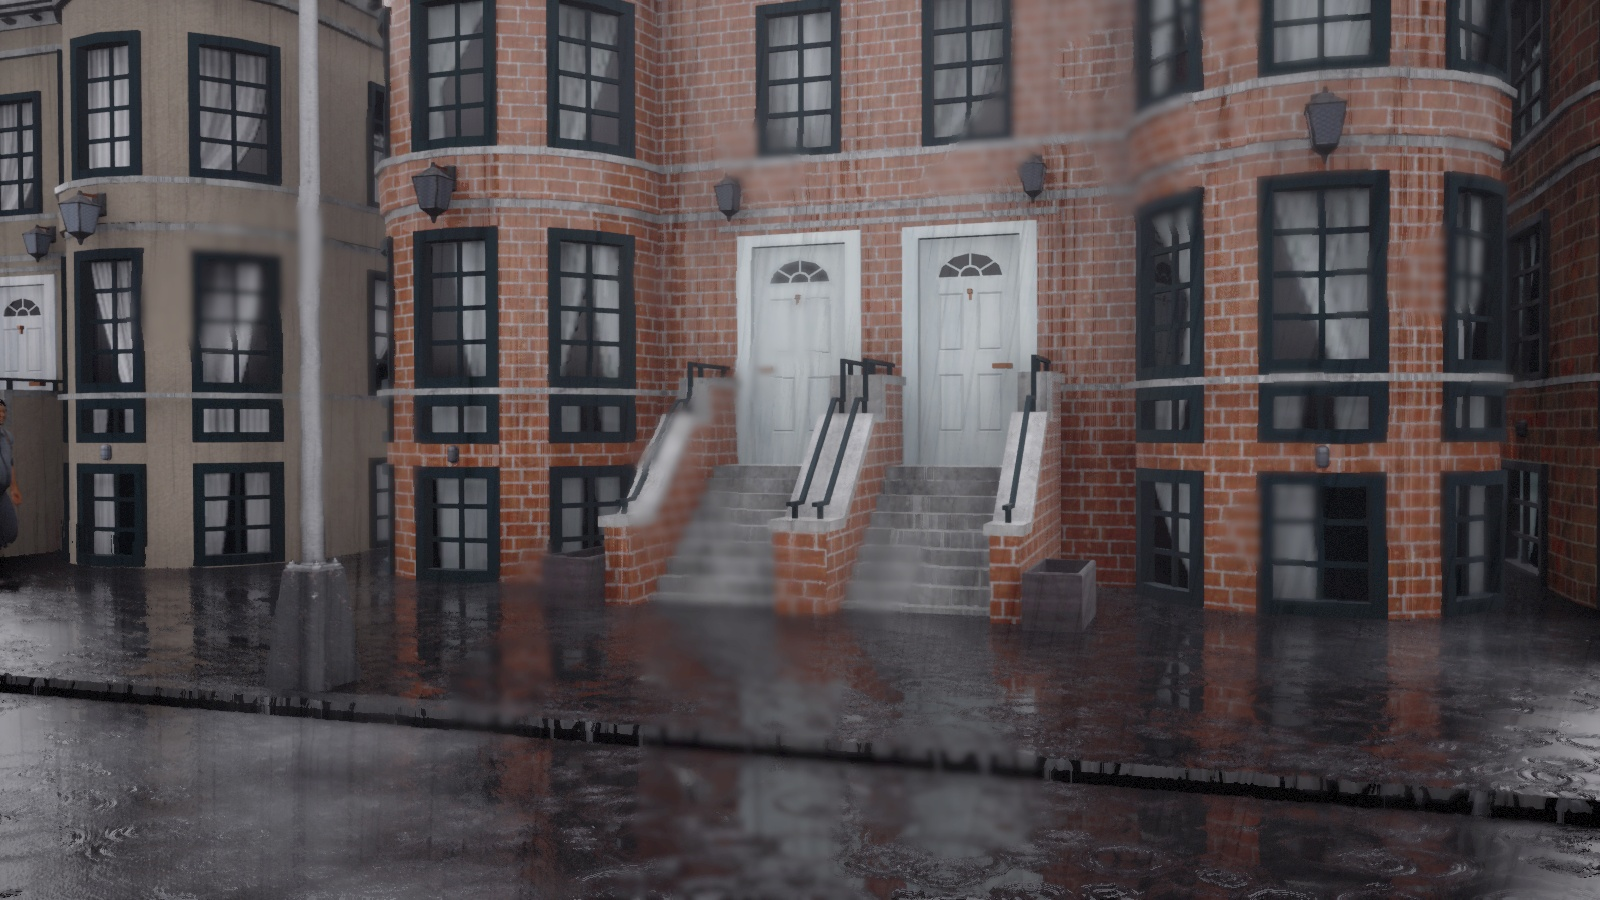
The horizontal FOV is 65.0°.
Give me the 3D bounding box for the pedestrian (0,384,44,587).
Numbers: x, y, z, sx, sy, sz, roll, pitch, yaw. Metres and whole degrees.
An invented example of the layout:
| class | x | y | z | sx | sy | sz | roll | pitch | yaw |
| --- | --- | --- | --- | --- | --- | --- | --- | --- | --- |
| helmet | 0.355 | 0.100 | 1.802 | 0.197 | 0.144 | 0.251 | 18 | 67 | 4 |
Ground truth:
| class | x | y | z | sx | sy | sz | roll | pitch | yaw |
| --- | --- | --- | --- | --- | --- | --- | --- | --- | --- |
| pedestrian | -7.592 | 0.320 | 11.752 | 0.694 | 1.848 | 0.540 | 0 | 1 | 8 |
